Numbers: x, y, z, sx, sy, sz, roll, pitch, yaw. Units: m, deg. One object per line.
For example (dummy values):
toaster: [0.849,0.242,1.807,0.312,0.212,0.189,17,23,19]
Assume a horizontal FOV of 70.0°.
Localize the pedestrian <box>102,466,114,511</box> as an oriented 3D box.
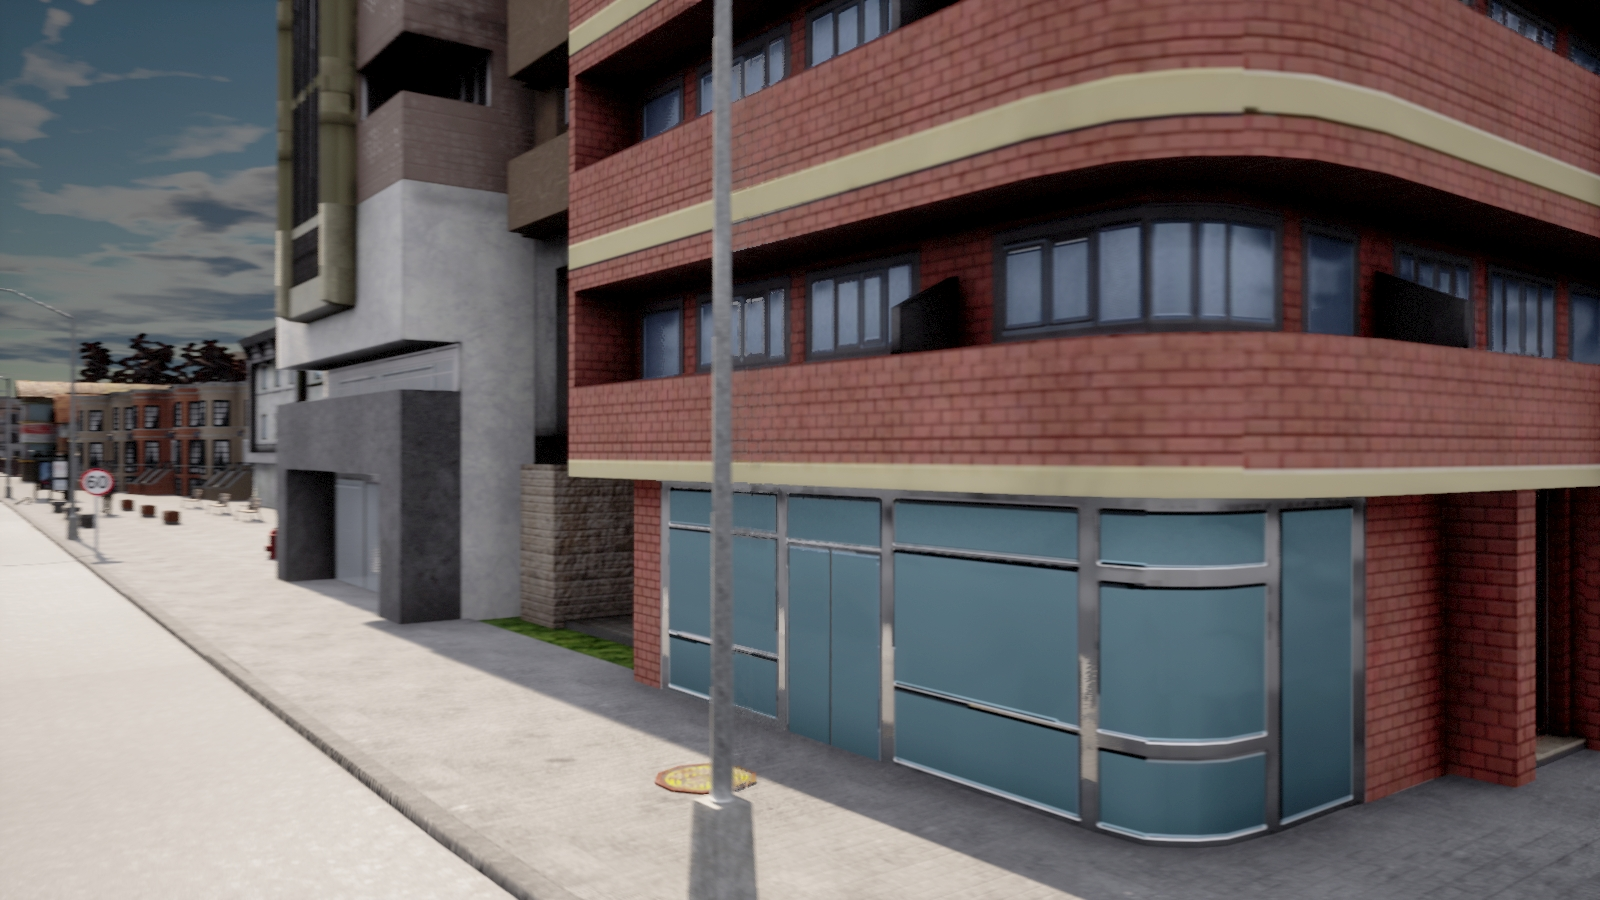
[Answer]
pedestrian: [-28.915,1.585,47.736,0.375,1.860,0.375,0,0,-40]
